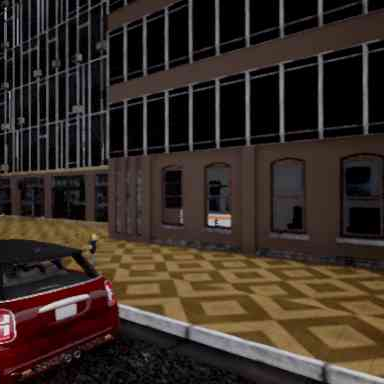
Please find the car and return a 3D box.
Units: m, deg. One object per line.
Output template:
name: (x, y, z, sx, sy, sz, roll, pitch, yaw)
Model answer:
car: (-3.068, 1.448, 5.080, 4.097, 1.590, 1.967, 0, 0, 36)
